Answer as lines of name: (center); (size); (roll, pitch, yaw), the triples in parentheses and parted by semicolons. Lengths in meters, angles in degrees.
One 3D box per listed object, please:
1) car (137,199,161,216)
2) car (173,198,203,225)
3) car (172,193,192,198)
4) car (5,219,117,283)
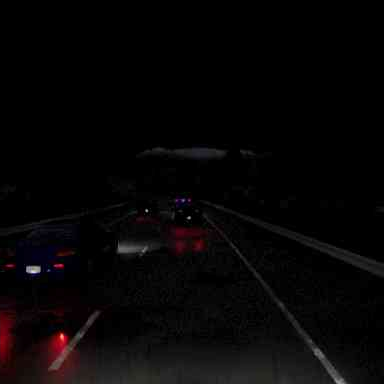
car: (-4.162, 1.418, 32.074); (1.837, 1.490, 4.892); (0, 0, -3)
car: (-0.268, 1.427, 23.335); (2.128, 1.511, 4.902); (0, 0, -2)
car: (-1.210, 1.111, 40.939); (2.150, 2.045, 5.566); (0, 0, -4)
car: (-3.444, 1.500, 9.486); (1.812, 1.442, 4.674); (0, 0, -1)
